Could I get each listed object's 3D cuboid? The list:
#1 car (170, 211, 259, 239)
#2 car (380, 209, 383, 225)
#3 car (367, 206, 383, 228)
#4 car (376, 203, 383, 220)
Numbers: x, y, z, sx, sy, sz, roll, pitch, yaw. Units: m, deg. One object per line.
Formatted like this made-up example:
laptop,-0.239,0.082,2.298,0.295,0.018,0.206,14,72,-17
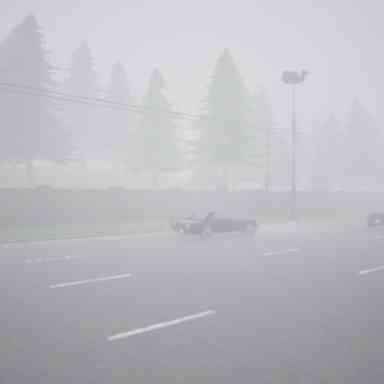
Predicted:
car,1.319,1.659,17.586,4.718,1.301,1.895,0,0,-35
car,11.362,1.621,16.191,4.674,1.442,1.812,0,0,-35
car,13.283,1.647,21.819,4.674,1.442,1.812,0,0,-35
car,19.186,1.719,30.328,5.357,1.411,2.033,0,0,-35
